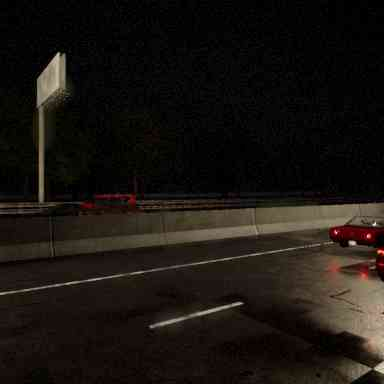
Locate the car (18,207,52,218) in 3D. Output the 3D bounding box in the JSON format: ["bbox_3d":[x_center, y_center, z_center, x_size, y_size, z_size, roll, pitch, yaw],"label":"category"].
[{"bbox_3d":[-7.696,1.477,20.006,5.008,1.535,1.882,0,0,-36],"label":"car"}]

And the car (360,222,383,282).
[{"bbox_3d":[6.378,1.526,8.314,4.674,1.442,1.812,0,0,-35],"label":"car"}]

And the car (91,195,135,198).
[{"bbox_3d":[-6.696,1.221,25.024,5.566,2.045,2.150,0,0,-36],"label":"car"}]

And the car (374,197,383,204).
[{"bbox_3d":[30.029,1.461,51.468,4.892,1.490,1.837,0,0,-36],"label":"car"}]

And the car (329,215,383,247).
[{"bbox_3d":[7.762,1.602,13.611,4.718,1.301,1.895,0,0,-35],"label":"car"}]

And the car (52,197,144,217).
[{"bbox_3d":[-4.729,1.352,17.825,4.553,1.767,2.097,0,0,-36],"label":"car"}]
